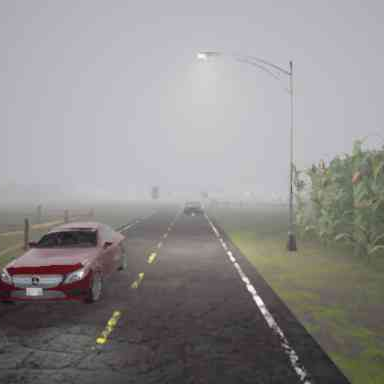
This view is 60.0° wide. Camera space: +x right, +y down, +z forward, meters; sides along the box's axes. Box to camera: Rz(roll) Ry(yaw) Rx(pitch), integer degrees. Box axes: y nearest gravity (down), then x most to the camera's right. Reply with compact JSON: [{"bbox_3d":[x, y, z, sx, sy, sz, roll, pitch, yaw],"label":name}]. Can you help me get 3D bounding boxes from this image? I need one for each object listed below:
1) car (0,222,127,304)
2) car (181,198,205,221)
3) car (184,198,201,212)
[{"bbox_3d":[-2.838,1.532,8.300,1.812,1.442,4.674,0,0,0],"label":"car"},{"bbox_3d":[0.089,1.512,27.785,2.128,1.511,4.902,0,0,0],"label":"car"},{"bbox_3d":[0.081,1.508,40.543,1.882,1.535,5.008,0,0,0],"label":"car"}]
